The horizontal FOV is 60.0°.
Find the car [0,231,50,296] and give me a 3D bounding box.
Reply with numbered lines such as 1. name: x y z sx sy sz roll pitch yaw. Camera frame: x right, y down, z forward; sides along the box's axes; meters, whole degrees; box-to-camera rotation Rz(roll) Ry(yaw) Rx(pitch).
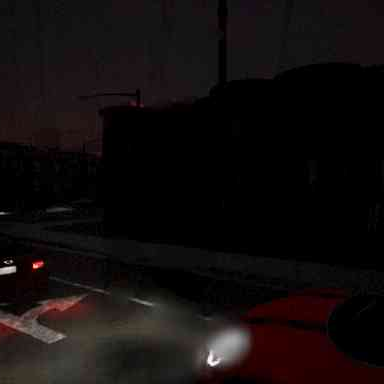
1. car: -5.505 1.543 7.891 5.357 1.411 2.033 0 0 37

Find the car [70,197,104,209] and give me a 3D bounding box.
1. car: -13.294 1.584 44.354 1.895 1.301 4.718 0 0 36

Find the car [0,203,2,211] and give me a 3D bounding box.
1. car: -20.876 1.529 39.782 2.033 1.411 5.357 0 0 36

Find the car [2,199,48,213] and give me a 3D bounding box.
1. car: -18.362 1.547 37.273 1.994 1.385 4.181 0 0 36

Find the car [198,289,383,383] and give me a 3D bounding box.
1. car: 2.247 1.352 2.394 4.553 1.767 2.097 0 0 36
